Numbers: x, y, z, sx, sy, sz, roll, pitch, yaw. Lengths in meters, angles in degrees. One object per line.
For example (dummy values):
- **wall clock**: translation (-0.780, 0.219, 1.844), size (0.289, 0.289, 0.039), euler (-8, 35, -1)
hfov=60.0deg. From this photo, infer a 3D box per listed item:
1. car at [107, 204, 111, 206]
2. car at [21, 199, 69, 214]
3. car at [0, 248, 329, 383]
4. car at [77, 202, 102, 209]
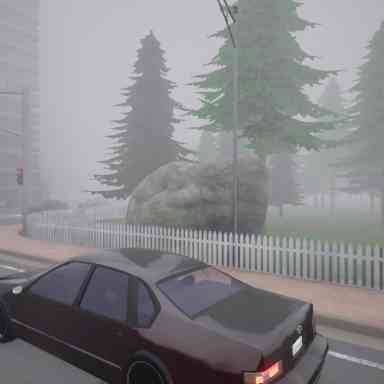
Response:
- **car**: translation (-14.325, 1.297, 54.186), size (2.097, 1.767, 4.553), euler (0, 0, -12)
- **car**: translation (-15.235, 1.492, 34.907), size (2.033, 1.411, 5.357), euler (0, 0, 17)
- **car**: translation (-1.015, 1.547, 4.712), size (5.357, 1.411, 2.033), euler (0, 0, 35)
- **car**: translation (-13.573, 1.545, 44.400), size (1.895, 1.301, 4.718), euler (0, 0, 3)
